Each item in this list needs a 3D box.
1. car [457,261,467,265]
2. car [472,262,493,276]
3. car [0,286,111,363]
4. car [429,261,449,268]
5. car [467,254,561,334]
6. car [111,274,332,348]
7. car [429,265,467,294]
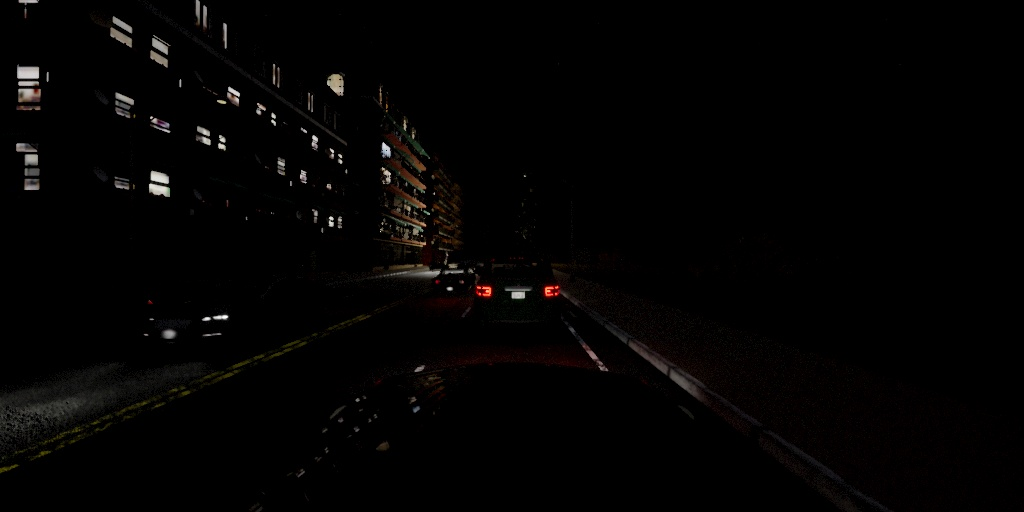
[{"bbox_3d":[-6.597,1.354,50.477,1.895,1.301,4.718,0,0,0],"label":"car"},{"bbox_3d":[-3.148,1.355,38.825,1.895,1.301,4.718,0,0,0],"label":"car"},{"bbox_3d":[-9.853,1.315,7.201,1.994,1.385,4.181,0,0,0],"label":"car"},{"bbox_3d":[-9.848,1.354,48.447,1.895,1.301,4.718,0,0,0],"label":"car"},{"bbox_3d":[0.101,0.973,10.732,2.150,2.045,5.566,0,0,-1],"label":"car"},{"bbox_3d":[-6.603,1.243,9.352,2.128,1.511,4.902,0,0,0],"label":"car"},{"bbox_3d":[-3.152,1.354,20.427,1.895,1.301,4.718,0,0,0],"label":"car"}]
